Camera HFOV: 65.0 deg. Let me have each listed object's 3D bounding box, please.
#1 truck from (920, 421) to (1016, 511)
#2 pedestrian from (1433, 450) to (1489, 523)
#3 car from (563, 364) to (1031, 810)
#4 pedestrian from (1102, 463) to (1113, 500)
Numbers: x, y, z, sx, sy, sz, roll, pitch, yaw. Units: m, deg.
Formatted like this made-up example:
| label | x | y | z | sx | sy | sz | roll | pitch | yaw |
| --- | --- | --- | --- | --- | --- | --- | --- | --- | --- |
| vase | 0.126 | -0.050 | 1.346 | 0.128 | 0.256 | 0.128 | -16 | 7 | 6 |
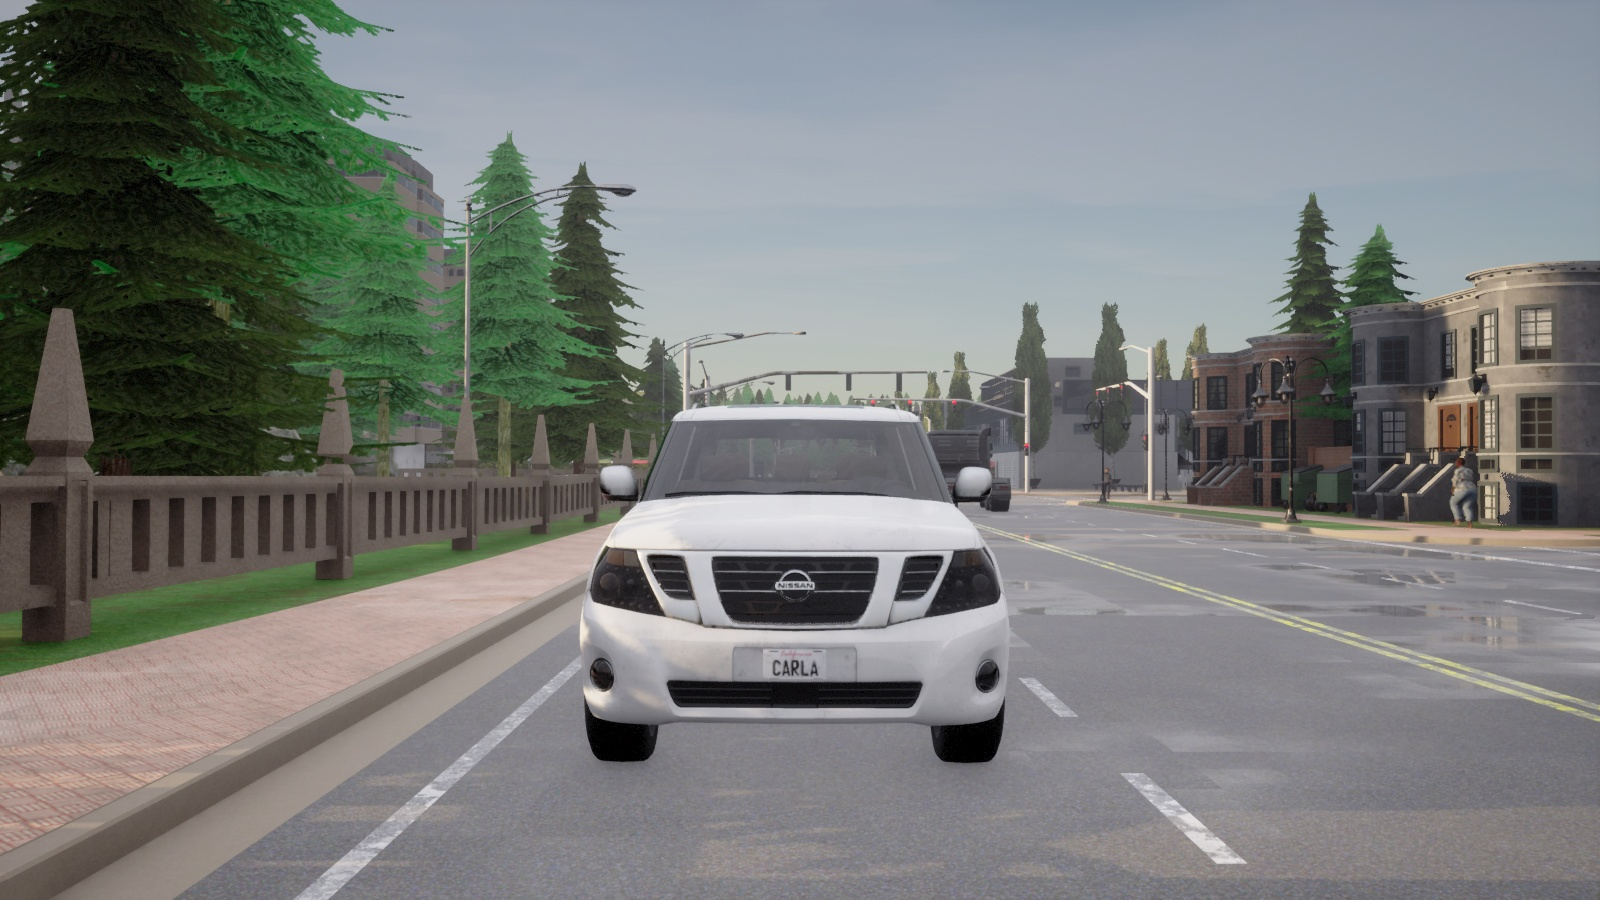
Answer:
| label | x | y | z | sx | sy | sz | roll | pitch | yaw |
| --- | --- | --- | --- | --- | --- | --- | --- | --- | --- |
| truck | 6.852 | 0.679 | 52.272 | 2.891 | 3.462 | 7.936 | 0 | -1 | 0 |
| pedestrian | 17.028 | 0.937 | 32.363 | 0.874 | 1.855 | 0.900 | 0 | -1 | -8 |
| car | -0.025 | 0.677 | 8.577 | 2.150 | 2.045 | 5.566 | 0 | -1 | 0 |
| pedestrian | 16.356 | 1.654 | 66.786 | 0.423 | 1.949 | 0.788 | 0 | -1 | 2 |
